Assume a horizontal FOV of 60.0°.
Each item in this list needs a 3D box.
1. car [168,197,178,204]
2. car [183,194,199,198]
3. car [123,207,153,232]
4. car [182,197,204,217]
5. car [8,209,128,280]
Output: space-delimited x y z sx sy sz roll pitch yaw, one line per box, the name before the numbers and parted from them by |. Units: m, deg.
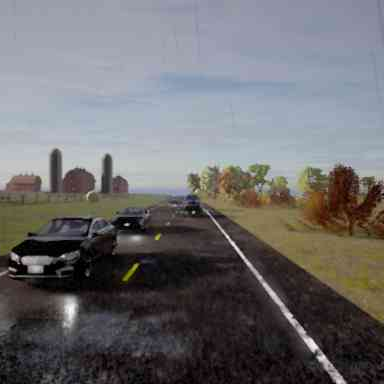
car | -3.850 1.690 67.860 2.033 1.411 5.357 0 0 -1
car | 0.035 1.294 44.558 2.150 2.045 5.566 0 0 0
car | -3.543 1.587 20.075 1.994 1.385 4.181 0 0 0
car | 0.116 1.554 31.884 1.837 1.490 4.892 0 0 0
car | -3.568 1.499 10.024 2.128 1.511 4.902 0 0 0
